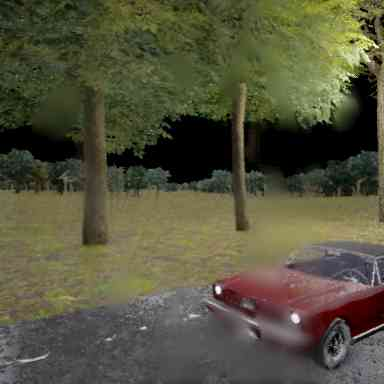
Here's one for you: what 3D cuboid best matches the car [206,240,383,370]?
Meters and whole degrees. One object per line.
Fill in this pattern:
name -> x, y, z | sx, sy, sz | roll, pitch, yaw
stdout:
car -> 2.566, 1.607, 5.829 | 4.718, 1.301, 1.895 | 0, 0, -36
